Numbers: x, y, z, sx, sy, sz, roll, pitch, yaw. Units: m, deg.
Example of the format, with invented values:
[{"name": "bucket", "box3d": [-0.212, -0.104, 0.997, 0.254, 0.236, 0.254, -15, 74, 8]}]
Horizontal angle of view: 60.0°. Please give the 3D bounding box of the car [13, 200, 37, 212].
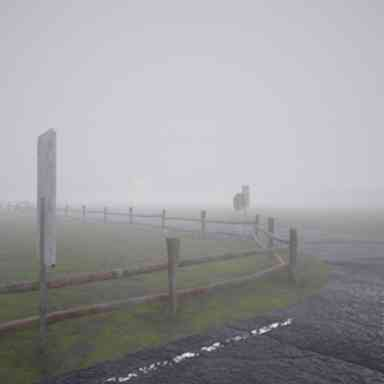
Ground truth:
[{"name": "car", "box3d": [-23.661, 1.909, 47.218, 2.097, 1.767, 4.553, 1, -1, -44]}]
